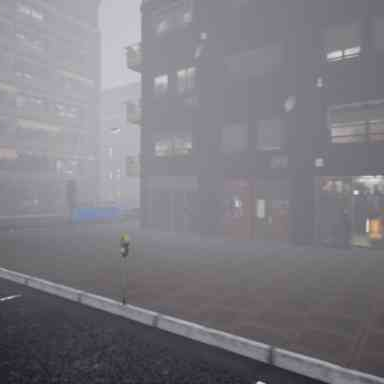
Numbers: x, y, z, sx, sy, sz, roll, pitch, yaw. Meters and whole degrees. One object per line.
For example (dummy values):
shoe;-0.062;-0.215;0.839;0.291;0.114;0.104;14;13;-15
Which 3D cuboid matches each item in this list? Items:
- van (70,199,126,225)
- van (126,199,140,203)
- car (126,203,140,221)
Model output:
van;-7.379;1.561;25.644;1.690;1.788;3.998;-1;-2;35
van;-7.934;1.703;39.566;1.690;1.788;3.998;-1;-2;35
car;-4.309;1.892;30.253;1.947;1.339;4.313;-1;-2;35
